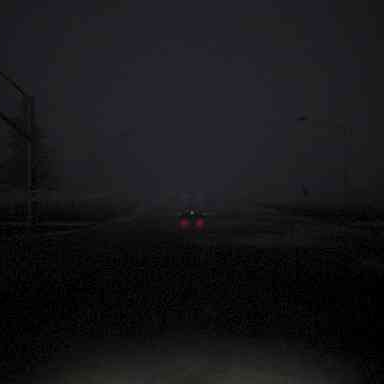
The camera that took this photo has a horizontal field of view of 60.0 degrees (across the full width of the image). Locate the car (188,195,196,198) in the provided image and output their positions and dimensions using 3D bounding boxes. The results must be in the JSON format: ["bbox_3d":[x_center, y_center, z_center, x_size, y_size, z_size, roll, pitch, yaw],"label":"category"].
[{"bbox_3d":[0.009,1.547,61.099,2.033,1.411,5.357,0,0,0],"label":"car"}]

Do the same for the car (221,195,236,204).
[{"bbox_3d":[7.009,1.564,61.515,1.994,1.385,4.181,0,0,0],"label":"car"}]

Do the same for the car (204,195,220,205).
[{"bbox_3d":[3.509,1.547,61.099,2.033,1.411,5.357,0,0,0],"label":"car"}]

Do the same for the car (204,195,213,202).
[{"bbox_3d":[3.510,1.386,71.518,1.882,1.535,5.008,0,0,0],"label":"car"}]

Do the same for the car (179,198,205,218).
[{"bbox_3d":[0.005,1.526,30.491,1.812,1.442,4.674,0,0,0],"label":"car"}]

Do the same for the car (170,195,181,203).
[{"bbox_3d":[-3.490,1.434,71.519,2.128,1.511,4.902,0,0,0],"label":"car"}]

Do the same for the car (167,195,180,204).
[{"bbox_3d":[-3.491,1.526,61.516,1.812,1.442,4.674,0,0,0],"label":"car"}]

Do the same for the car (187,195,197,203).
[{"bbox_3d":[0.010,1.434,71.519,2.128,1.511,4.902,0,0,0],"label":"car"}]
